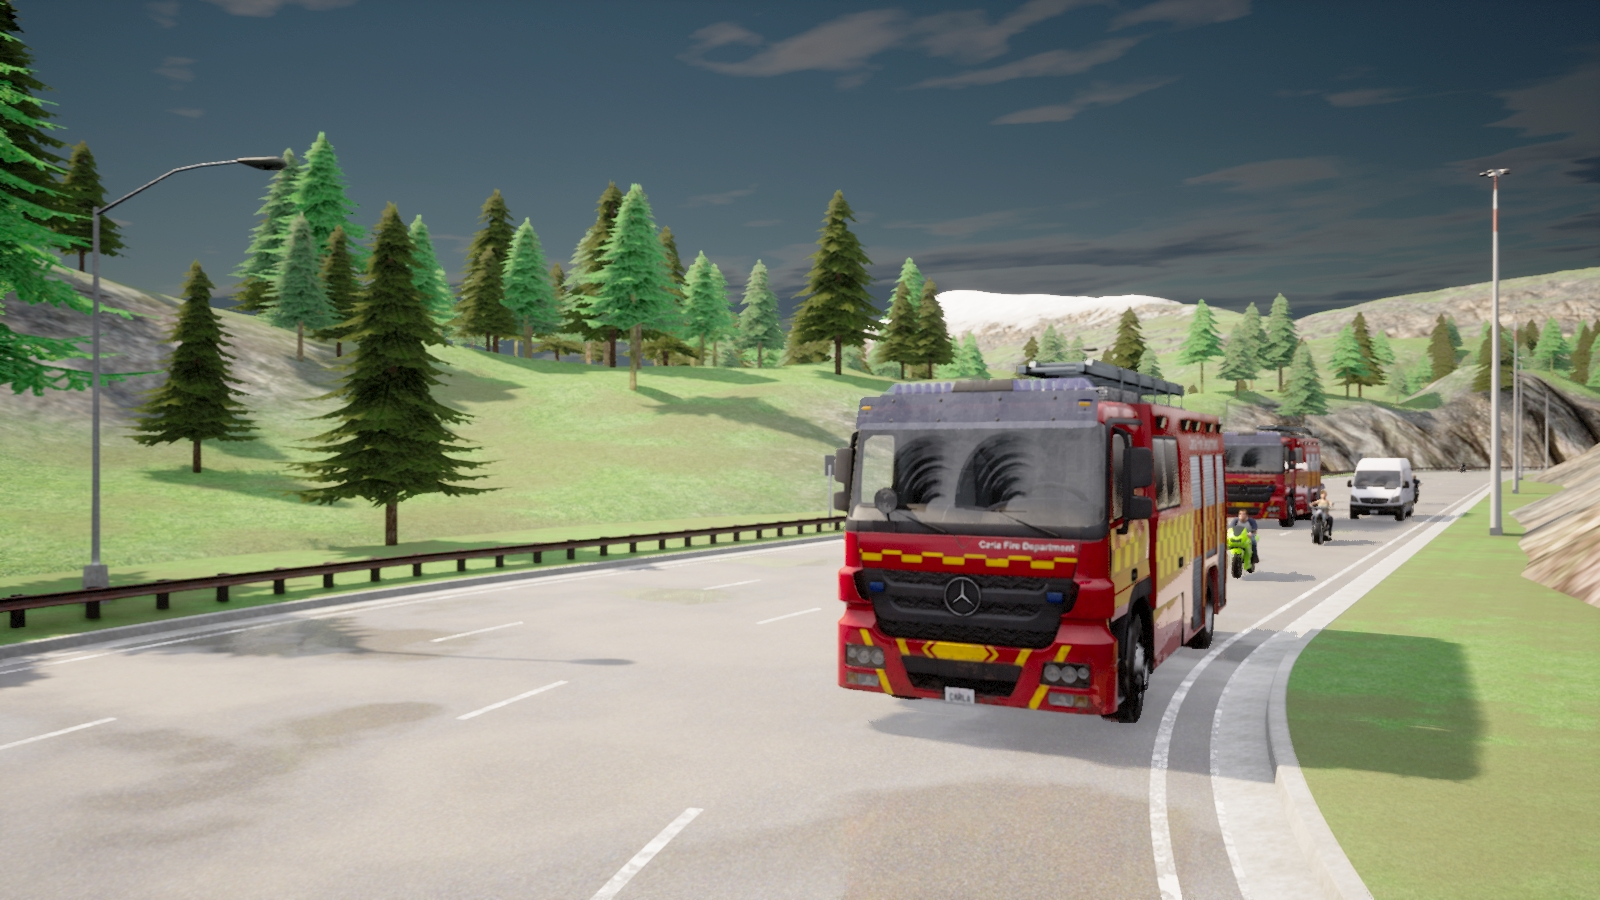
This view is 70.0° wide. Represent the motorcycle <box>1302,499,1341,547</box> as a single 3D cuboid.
[{"bbox_3d":[16.051,2.222,35.126,0.764,1.307,2.356,0,0,33],"label":"motorcycle"}]

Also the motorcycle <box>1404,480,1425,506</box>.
[{"bbox_3d":[32.770,2.258,60.913,0.856,1.316,1.805,0,0,33],"label":"motorcycle"}]

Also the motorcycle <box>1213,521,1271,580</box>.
[{"bbox_3d":[9.988,2.239,25.781,0.803,1.199,2.033,0,-1,33],"label":"motorcycle"}]

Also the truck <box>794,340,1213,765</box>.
[{"bbox_3d":[3.186,0.918,14.730,2.891,3.827,8.468,0,0,28],"label":"truck"}]

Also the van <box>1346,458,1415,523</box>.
[{"bbox_3d":[24.688,1.627,48.473,1.988,2.561,5.915,0,0,33],"label":"van"}]

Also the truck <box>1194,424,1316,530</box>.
[{"bbox_3d":[18.163,0.976,45.279,2.891,3.827,8.468,0,0,33],"label":"truck"}]
